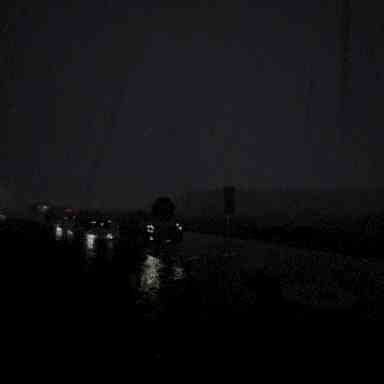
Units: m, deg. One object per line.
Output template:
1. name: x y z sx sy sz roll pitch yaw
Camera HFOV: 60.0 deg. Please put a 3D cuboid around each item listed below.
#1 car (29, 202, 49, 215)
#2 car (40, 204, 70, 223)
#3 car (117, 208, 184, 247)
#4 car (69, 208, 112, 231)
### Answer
1. car: -23.499 2.499 51.576 2.150 2.045 5.566 0 -1 -38
2. car: -13.737 2.348 34.328 2.128 1.511 4.902 0 -1 -36
3. car: -2.325 1.779 17.741 2.097 1.767 4.553 0 -1 -33
4. car: -7.869 2.146 26.064 1.837 1.490 4.892 0 -1 -35
